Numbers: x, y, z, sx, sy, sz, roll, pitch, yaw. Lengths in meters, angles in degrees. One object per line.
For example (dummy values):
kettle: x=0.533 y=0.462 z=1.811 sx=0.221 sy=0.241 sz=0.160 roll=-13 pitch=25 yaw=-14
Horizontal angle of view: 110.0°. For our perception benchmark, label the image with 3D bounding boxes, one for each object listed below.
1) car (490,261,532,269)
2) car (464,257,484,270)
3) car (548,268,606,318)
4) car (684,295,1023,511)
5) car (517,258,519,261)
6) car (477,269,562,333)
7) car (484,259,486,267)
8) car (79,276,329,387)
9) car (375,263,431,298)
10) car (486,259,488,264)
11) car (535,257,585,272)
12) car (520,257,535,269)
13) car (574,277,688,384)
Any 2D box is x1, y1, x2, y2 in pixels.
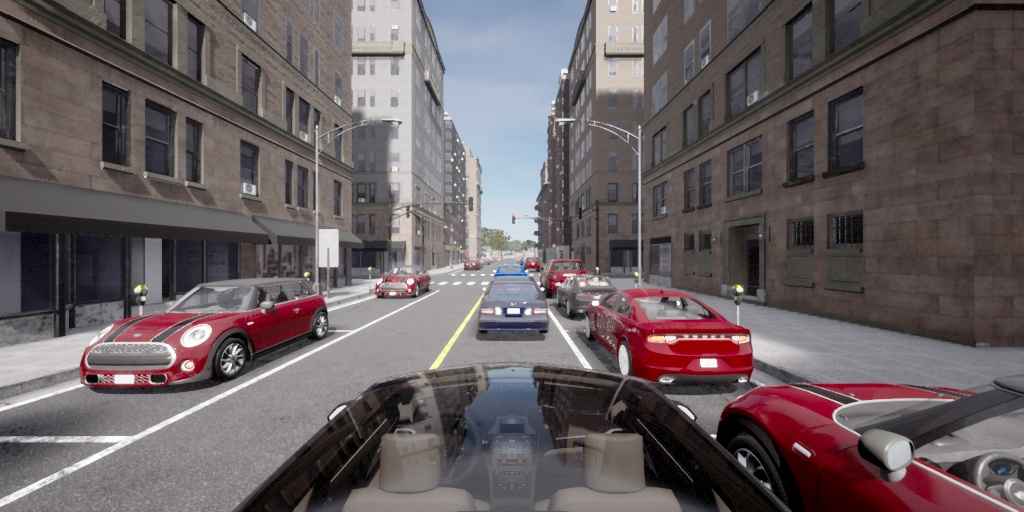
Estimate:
car: x=-0.074 y=1.227 z=20.491 sx=1.882 sy=1.535 sz=5.008 roll=0 pitch=0 yaw=0
car: x=-5.620 y=1.060 z=50.907 sx=2.192 sy=1.841 sz=5.009 roll=0 pitch=0 yaw=0
car: x=2.595 y=1.300 z=12.700 sx=2.007 sy=1.370 sz=4.403 roll=0 pitch=0 yaw=0
car: x=2.642 y=1.190 z=1.335 sx=1.967 sy=1.591 sz=4.097 roll=0 pitch=0 yaw=0
car: x=2.441 y=1.059 z=61.949 sx=2.192 sy=1.841 sz=5.009 roll=0 pitch=0 yaw=0
car: x=0.042 y=1.297 z=10.672 sx=2.033 sy=1.411 sz=5.357 roll=0 pitch=0 yaw=0
car: x=-5.640 y=1.311 z=56.411 sx=1.948 sy=1.339 sz=4.313 roll=0 pitch=0 yaw=0
car: x=-5.407 y=1.190 z=6.984 sx=1.967 sy=1.591 sz=4.097 roll=0 pitch=0 yaw=0
car: x=-5.454 y=1.189 z=18.348 sx=1.967 sy=1.591 sz=4.097 roll=0 pitch=0 yaw=0
car: x=-5.661 y=1.295 z=61.914 sx=2.007 sy=1.370 sz=4.403 roll=0 pitch=0 yaw=0
car: x=2.571 y=1.064 z=18.382 sx=2.192 sy=1.841 sz=5.009 roll=0 pitch=0 yaw=0
car: x=2.522 y=1.061 z=45.438 sx=2.192 sy=1.841 sz=5.009 roll=0 pitch=0 yaw=0
car: x=2.618 y=1.295 z=7.018 sx=1.888 sy=1.381 sz=4.507 roll=0 pitch=0 yaw=0
